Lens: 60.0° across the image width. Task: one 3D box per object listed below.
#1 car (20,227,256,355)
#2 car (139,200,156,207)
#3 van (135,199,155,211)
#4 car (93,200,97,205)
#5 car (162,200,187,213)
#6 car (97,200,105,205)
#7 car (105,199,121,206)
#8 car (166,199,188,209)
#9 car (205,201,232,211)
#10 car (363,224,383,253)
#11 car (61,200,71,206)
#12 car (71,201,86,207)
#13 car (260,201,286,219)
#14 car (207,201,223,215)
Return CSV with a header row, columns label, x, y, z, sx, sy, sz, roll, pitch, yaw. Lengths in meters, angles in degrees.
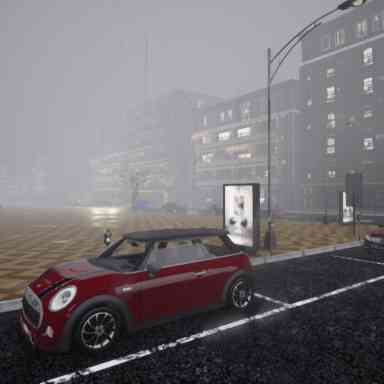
label,x,y,z,sx,sy,sz,roll,pitch,yaw
car,-0.809,1.440,6.013,4.097,1.590,1.967,0,0,-36
car,-9.256,2.424,68.775,1.802,1.307,4.206,-2,0,-36
van,-7.411,2.034,52.093,1.690,1.788,3.998,-2,0,-36
car,-25.778,2.797,91.189,1.887,1.381,4.507,-2,0,-36
car,-2.431,2.114,45.250,1.887,1.381,4.507,-2,0,-36
car,-22.473,2.736,86.706,1.947,1.339,4.313,-2,0,-36
car,-19.172,2.528,82.223,1.967,1.590,4.097,-2,0,-36
car,-2.647,2.118,59.812,1.967,1.590,4.097,-2,0,-36
car,4.025,2.096,50.891,1.802,1.307,4.206,-2,0,-36
car,8.138,1.581,12.508,4.206,1.307,1.802,0,0,-36
car,-32.524,2.861,86.218,1.887,1.381,4.507,-2,0,-36
car,-25.915,2.703,77.252,2.008,1.369,4.403,-2,0,-36
car,7.025,1.887,32.345,2.008,1.369,4.403,-2,0,-36
car,3.720,1.968,36.828,2.008,1.369,4.403,-2,0,-36
